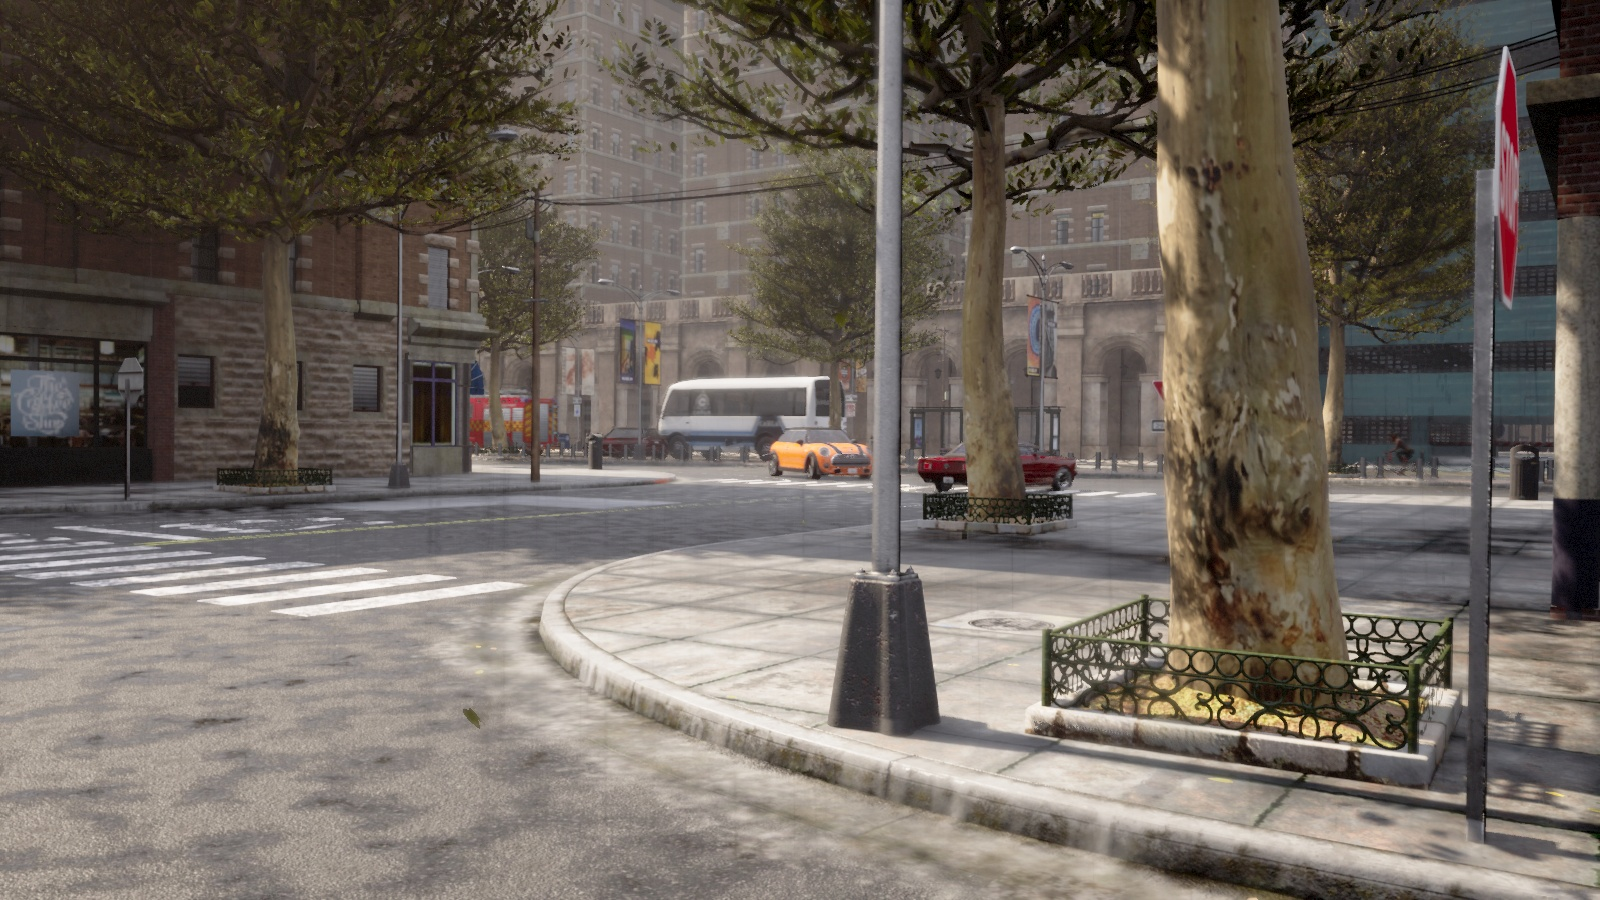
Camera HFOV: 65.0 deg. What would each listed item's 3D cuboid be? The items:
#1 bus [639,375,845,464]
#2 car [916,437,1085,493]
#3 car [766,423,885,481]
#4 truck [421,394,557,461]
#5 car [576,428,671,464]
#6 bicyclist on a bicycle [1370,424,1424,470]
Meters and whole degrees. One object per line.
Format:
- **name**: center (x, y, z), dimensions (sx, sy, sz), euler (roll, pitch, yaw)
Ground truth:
- **bus**: center (-3.104, -1.505, 64.918), dimensions (10.273, 4.253, 3.944), euler (0, 1, 33)
- **car**: center (5.247, 0.341, 32.417), dimensions (1.895, 1.301, 4.718), euler (0, 1, 45)
- **car**: center (0.748, 0.025, 40.818), dimensions (2.097, 1.767, 4.553), euler (-1, 1, -24)
- **truck**: center (-18.711, -1.293, 75.221), dimensions (8.468, 3.827, 2.891), euler (0, 1, 33)
- **car**: center (-9.119, -0.213, 64.719), dimensions (4.553, 1.767, 2.097), euler (0, 1, 33)
- **bicyclist on a bicycle**: center (21.229, -0.118, 44.694), dimensions (1.656, 1.620, 0.582), euler (0, 1, 33)
